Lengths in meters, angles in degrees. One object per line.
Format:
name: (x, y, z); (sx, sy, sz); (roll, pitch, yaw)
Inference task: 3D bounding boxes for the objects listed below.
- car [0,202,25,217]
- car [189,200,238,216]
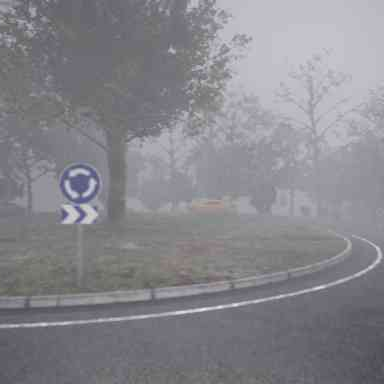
car: (-17.064, 1.537, 29.364); (1.994, 1.385, 4.181); (0, 0, 43)
car: (2.102, 1.587, 33.554); (5.008, 1.535, 1.882); (0, -1, 29)
